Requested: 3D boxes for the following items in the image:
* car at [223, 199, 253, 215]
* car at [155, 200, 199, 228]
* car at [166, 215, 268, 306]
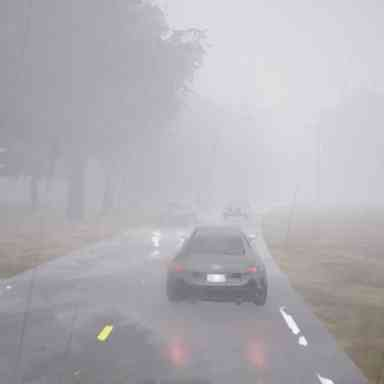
[{"bbox_3d":[3.568,1.270,25.380,2.033,1.411,5.357,0,1,15],"label":"car"},{"bbox_3d":[-0.819,1.309,20.461,1.837,1.490,4.892,0,1,12],"label":"car"},{"bbox_3d":[0.610,1.500,7.998,1.994,1.385,4.181,0,1,5],"label":"car"}]
